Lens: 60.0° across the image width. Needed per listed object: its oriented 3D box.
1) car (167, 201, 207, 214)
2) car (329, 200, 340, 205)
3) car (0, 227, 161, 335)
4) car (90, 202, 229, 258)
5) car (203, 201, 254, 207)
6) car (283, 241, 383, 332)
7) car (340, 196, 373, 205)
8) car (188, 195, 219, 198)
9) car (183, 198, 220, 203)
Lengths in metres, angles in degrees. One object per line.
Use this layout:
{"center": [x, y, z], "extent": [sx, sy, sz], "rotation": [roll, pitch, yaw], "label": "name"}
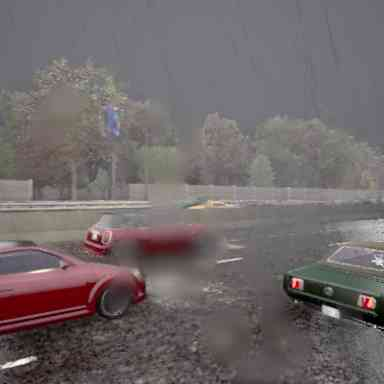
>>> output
{"center": [-0.545, 1.737, 37.989], "extent": [4.181, 1.385, 1.994], "rotation": [1, 0, -35], "label": "car"}
{"center": [25.129, 2.008, 56.204], "extent": [4.674, 1.442, 1.812], "rotation": [0, 0, -35], "label": "car"}
{"center": [-2.931, 1.571, 5.952], "extent": [4.181, 1.385, 1.994], "rotation": [1, 0, -36], "label": "car"}
{"center": [-1.247, 1.395, 11.458], "extent": [4.553, 1.767, 2.097], "rotation": [1, 0, -36], "label": "car"}
{"center": [3.837, 1.703, 28.227], "extent": [5.357, 1.411, 2.033], "rotation": [1, 0, -35], "label": "car"}
{"center": [4.046, 1.656, 6.634], "extent": [4.718, 1.301, 1.895], "rotation": [1, 0, -36], "label": "car"}
{"center": [26.505, 1.685, 52.892], "extent": [5.566, 2.045, 2.150], "rotation": [-1, 1, -35], "label": "car"}
{"center": [0.540, 1.384, 34.470], "extent": [5.566, 2.045, 2.150], "rotation": [1, 0, -35], "label": "car"}
{"center": [1.755, 1.632, 31.037], "extent": [5.008, 1.535, 1.882], "rotation": [1, 0, -35], "label": "car"}
